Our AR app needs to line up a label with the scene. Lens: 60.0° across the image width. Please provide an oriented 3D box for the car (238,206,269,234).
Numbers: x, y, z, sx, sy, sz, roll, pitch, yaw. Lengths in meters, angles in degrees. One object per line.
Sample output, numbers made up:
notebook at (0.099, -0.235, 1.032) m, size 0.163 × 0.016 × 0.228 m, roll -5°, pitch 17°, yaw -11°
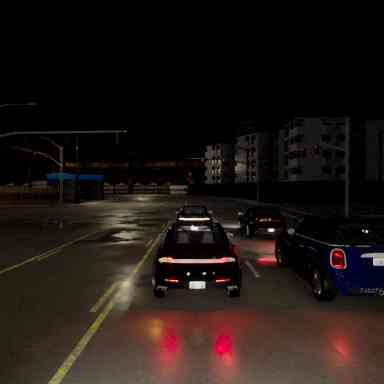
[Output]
car at (3.613, 1.482, 17.589) m, size 1.837 × 1.490 × 4.892 m, roll 0°, pitch 0°, yaw 0°

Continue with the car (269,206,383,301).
car at (3.605, 1.351, 8.468) m, size 2.097 × 1.767 × 4.553 m, roll 0°, pitch 0°, yaw 0°

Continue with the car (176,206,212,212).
car at (0.115, 1.474, 17.974) m, size 2.128 × 1.511 × 4.902 m, roll 0°, pitch 0°, yaw 0°

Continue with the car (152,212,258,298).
car at (0.104, 1.500, 8.561) m, size 2.128 × 1.511 × 4.902 m, roll 0°, pitch 0°, yaw 0°
